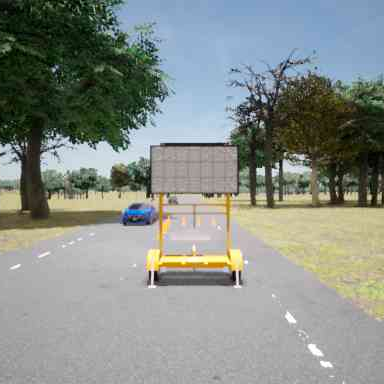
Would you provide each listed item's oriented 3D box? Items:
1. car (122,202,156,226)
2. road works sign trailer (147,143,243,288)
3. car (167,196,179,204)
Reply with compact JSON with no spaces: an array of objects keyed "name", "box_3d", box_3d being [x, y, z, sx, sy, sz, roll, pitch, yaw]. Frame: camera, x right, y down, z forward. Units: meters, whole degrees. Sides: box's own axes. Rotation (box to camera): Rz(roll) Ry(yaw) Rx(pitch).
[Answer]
[{"name":"car","box_3d":[-3.668,1.473,23.802,1.882,1.535,5.008,0,0,0]},{"name":"road works sign trailer","box_3d":[0.067,0.460,9.161,2.380,3.560,2.880,0,0,0]},{"name":"car","box_3d":[-3.740,1.558,65.496,1.837,1.490,4.892,0,0,0]}]
